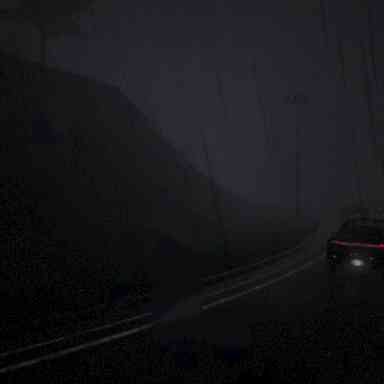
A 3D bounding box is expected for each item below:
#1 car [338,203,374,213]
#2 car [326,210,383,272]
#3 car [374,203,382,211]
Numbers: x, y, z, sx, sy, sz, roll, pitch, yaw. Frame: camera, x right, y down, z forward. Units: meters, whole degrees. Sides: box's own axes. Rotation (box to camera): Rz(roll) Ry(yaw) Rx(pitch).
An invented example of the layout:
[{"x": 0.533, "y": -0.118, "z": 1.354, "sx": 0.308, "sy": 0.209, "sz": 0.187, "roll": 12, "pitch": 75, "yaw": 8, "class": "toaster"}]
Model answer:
[{"x": 13.582, "y": 1.643, "z": 28.182, "sx": 1.882, "sy": 1.535, "sz": 5.008, "roll": 0, "pitch": 0, "yaw": 17, "class": "car"}, {"x": 5.554, "y": 1.552, "z": 10.237, "sx": 2.128, "sy": 1.511, "sz": 4.902, "roll": 0, "pitch": 0, "yaw": 36, "class": "car"}, {"x": 19.169, "y": 1.815, "z": 36.778, "sx": 1.895, "sy": 1.301, "sz": 4.718, "roll": 0, "pitch": 0, "yaw": 10, "class": "car"}]
